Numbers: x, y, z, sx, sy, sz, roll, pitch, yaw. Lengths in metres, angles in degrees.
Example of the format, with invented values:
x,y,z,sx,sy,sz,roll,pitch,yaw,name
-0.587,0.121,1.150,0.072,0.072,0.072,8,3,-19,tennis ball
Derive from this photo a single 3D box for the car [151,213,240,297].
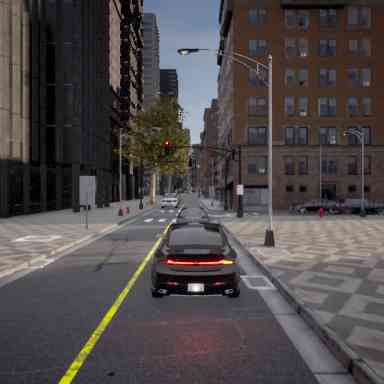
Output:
x,y,z,sx,sy,sz,roll,pitch,yaw,name
0.082,1.505,8.527,1.837,1.490,4.892,0,0,0,car

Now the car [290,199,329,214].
x,y,z,sx,sy,sz,roll,pitch,yaw,name
12.610,1.471,34.241,4.902,1.511,2.128,0,0,0,car

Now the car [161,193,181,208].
x,y,z,sx,sy,sz,roll,pitch,yaw,name
-3.090,1.222,47.036,2.150,2.045,5.566,0,0,0,car

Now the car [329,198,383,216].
x,y,z,sx,sy,sz,roll,pitch,yaw,name
15.706,1.333,31.023,4.553,1.767,2.097,0,0,0,car

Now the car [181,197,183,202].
x,y,z,sx,sy,sz,roll,pitch,yaw,name
-3.087,1.602,59.516,1.895,1.301,4.718,0,0,0,car

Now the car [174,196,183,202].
x,y,z,sx,sy,sz,roll,pitch,yaw,name
-3.009,1.554,74.530,1.994,1.385,4.181,0,0,0,car

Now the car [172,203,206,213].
x,y,z,sx,sy,sz,roll,pitch,yaw,name
0.057,1.547,18.263,2.033,1.411,5.357,0,0,0,car
